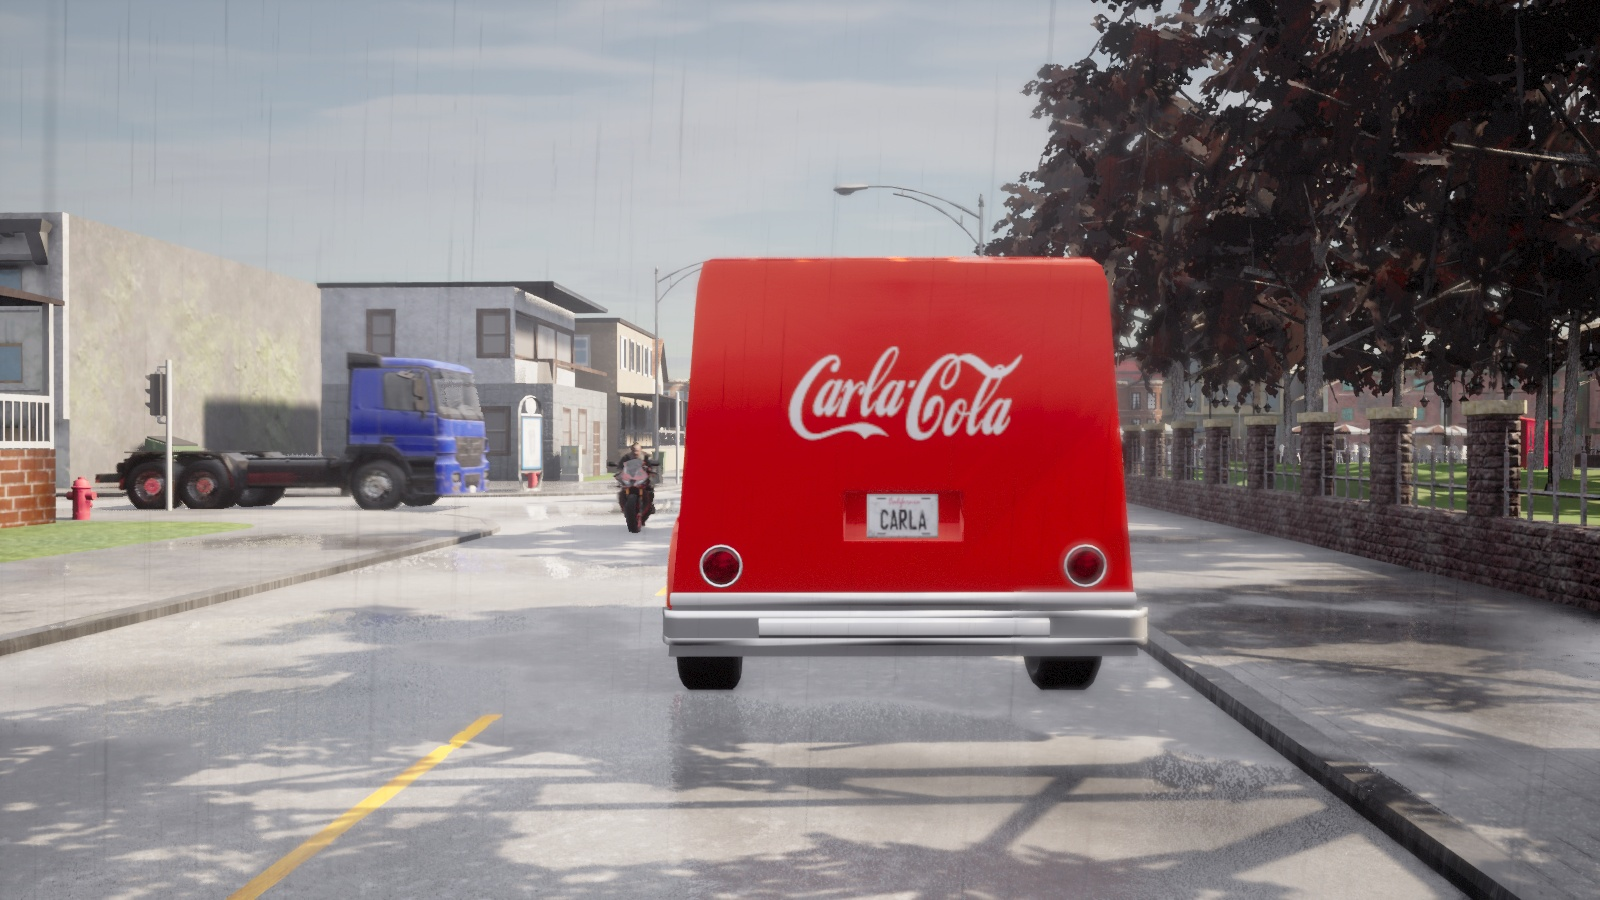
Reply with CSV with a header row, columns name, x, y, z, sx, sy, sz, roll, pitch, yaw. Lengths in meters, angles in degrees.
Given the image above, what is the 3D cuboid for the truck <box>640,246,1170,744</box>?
name,x,y,z,sx,sy,sz,roll,pitch,yaw
truck,0.519,0.210,8.828,2.627,2.467,5.204,0,0,0

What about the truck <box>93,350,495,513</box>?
name,x,y,z,sx,sy,sz,roll,pitch,yaw
truck,-11.223,-0.404,28.353,7.936,3.462,2.891,0,0,3

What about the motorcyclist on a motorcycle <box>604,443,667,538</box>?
name,x,y,z,sx,sy,sz,roll,pitch,yaw
motorcyclist on a motorcycle,-2.789,0.658,21.492,0.866,1.530,2.191,-1,0,-3
